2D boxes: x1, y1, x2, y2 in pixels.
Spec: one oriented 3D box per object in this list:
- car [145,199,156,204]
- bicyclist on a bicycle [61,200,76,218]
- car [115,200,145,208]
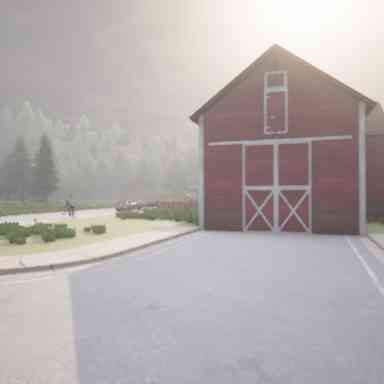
[{"bbox_3d":[-6.972,1.897,53.635,2.033,1.411,5.357,0,0,19],"label":"car"},{"bbox_3d":[-10.883,1.533,29.346,1.656,1.620,0.582,-1,0,19],"label":"bicyclist on a bicycle"},{"bbox_3d":[-7.970,1.744,41.498,1.816,1.474,4.193,-6,-2,16],"label":"car"}]
